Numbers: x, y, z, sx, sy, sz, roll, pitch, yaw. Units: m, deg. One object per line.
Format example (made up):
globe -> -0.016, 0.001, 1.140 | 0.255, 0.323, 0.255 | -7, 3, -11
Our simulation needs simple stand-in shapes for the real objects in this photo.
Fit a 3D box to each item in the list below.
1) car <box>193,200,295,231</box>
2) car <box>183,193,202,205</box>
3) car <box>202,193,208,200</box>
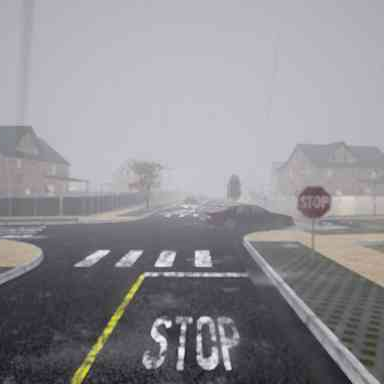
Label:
car -> 3.065, 1.393, 18.920 | 5.357, 1.411, 2.033 | 1, 0, -15
car -> -0.121, 1.119, 48.091 | 1.994, 1.385, 4.181 | 0, 1, 6
car -> 2.098, 0.949, 65.213 | 2.033, 1.411, 5.357 | 0, 1, 8
